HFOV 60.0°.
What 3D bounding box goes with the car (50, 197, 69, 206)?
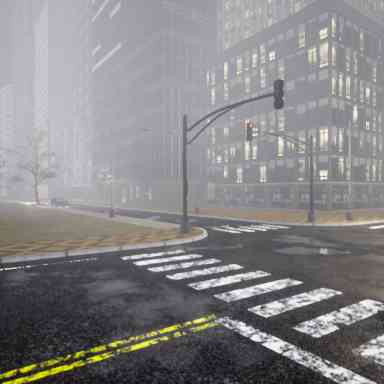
[{"bbox_3d":[-21.668,1.551,54.250,2.033,1.411,5.357,0,0,-35],"label":"car"}]
